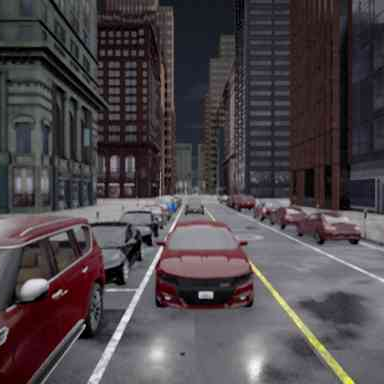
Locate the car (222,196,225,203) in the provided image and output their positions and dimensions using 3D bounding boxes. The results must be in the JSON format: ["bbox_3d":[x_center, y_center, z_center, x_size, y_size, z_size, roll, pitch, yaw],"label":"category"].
[{"bbox_3d":[5.932,1.493,48.916,1.947,1.339,4.313,0,0,0],"label":"car"}]

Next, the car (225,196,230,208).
[{"bbox_3d":[5.952,1.248,43.280,2.192,1.841,5.009,0,0,0],"label":"car"}]

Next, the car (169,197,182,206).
[{"bbox_3d":[-2.613,1.489,54.519,1.947,1.339,4.313,0,0,0],"label":"car"}]

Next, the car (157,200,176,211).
[{"bbox_3d":[-2.509,1.536,26.336,1.802,1.307,4.206,0,0,0],"label":"car"}]

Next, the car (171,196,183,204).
[{"bbox_3d":[-2.634,1.469,60.155,2.008,1.369,4.403,0,0,0],"label":"car"}]

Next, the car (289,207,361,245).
[{"bbox_3d":[6.058,1.554,15.100,1.802,1.307,4.206,0,0,0],"label":"car"}]

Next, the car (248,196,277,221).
[{"bbox_3d":[6.015,1.394,26.372,1.967,1.590,4.097,0,0,0],"label":"car"}]

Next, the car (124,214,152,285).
[{"bbox_3d":[-2.446,1.548,9.427,1.947,1.339,4.313,0,0,0],"label":"car"}]

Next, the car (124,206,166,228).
[{"bbox_3d":[-2.467,1.538,15.063,1.947,1.339,4.313,0,0,0],"label":"car"}]

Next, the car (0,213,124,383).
[{"bbox_3d":[-2.427,1.308,3.789,2.192,1.841,5.009,0,0,0],"label":"car"}]

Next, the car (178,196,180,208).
[{"bbox_3d":[-2.550,1.465,37.439,1.752,1.417,4.829,0,0,0],"label":"car"}]

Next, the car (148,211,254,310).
[{"bbox_3d":[0.225,1.462,8.114,1.882,1.535,5.008,0,0,0],"label":"car"}]

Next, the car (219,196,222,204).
[{"bbox_3d":[5.890,1.359,60.188,1.967,1.590,4.097,0,0,0],"label":"car"}]

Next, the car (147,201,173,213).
[{"bbox_3d":[-2.488,1.513,20.699,2.008,1.369,4.403,0,0,0],"label":"car"}]

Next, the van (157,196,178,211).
[{"bbox_3d":[-2.531,1.287,31.972,1.690,1.788,3.998,0,0,0],"label":"van"}]

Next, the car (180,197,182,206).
[{"bbox_3d":[-2.572,1.515,43.246,1.802,1.307,4.206,0,0,0],"label":"car"}]

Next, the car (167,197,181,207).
[{"bbox_3d":[-2.592,1.493,48.882,1.947,1.339,4.313,0,0,0],"label":"car"}]

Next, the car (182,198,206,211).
[{"bbox_3d":[0.236,1.451,32.046,1.837,1.490,4.892,0,0,0],"label":"car"}]

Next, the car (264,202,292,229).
[{"bbox_3d":[6.037,1.544,20.737,1.802,1.307,4.206,0,0,0],"label":"car"}]

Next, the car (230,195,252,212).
[{"bbox_3d":[5.973,1.254,37.643,2.192,1.841,5.009,0,0,0],"label":"car"}]
